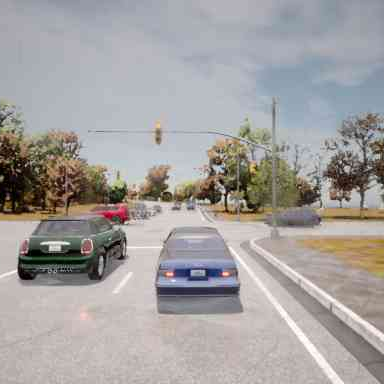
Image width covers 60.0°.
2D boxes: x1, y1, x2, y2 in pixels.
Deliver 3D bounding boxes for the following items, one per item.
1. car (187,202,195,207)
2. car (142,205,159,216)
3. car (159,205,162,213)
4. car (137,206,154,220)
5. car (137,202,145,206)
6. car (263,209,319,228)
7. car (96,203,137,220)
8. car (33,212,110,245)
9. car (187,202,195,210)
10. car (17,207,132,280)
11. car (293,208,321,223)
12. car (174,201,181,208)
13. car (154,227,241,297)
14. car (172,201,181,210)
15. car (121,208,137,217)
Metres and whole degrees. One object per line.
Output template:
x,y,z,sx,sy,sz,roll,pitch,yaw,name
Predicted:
-0.360,3.299,87.934,1.994,1.385,4.181,0,0,-4,car
-7.254,3.429,57.660,1.812,1.442,4.674,0,-1,0,car
-7.218,3.483,67.950,1.837,1.490,4.892,0,0,0,car
-7.234,3.155,47.768,2.128,1.511,4.902,0,-2,1,car
-10.708,3.200,68.205,2.150,2.045,5.566,0,0,0,car
8.481,2.439,29.402,4.181,1.385,1.994,0,-3,-3,car
-8.847,2.287,33.474,5.566,2.045,2.150,0,-3,5,car
-6.362,1.900,18.229,1.812,1.442,4.674,-1,-2,11,car
-0.235,3.462,77.751,1.812,1.442,4.674,0,0,0,car
-3.447,1.485,10.487,2.097,1.767,4.553,0,-1,0,car
10.299,2.396,33.071,4.553,1.767,2.097,0,-3,-1,car
-3.859,3.243,87.838,1.837,1.490,4.892,0,0,-4,car
0.065,1.645,8.873,2.033,1.411,5.357,0,-1,-1,car
-3.735,3.534,77.806,1.895,1.301,4.718,0,0,0,car
-10.757,3.501,57.447,1.895,1.301,4.718,0,-1,0,car
